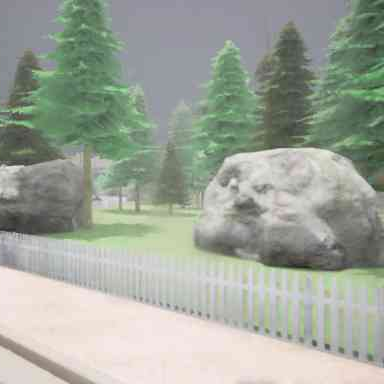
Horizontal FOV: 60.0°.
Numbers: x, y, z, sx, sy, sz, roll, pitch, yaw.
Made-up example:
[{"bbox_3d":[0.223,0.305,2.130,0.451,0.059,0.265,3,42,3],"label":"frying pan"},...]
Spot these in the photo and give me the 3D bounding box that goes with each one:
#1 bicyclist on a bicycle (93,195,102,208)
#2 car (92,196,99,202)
[{"bbox_3d":[-12.166,1.261,42.938,1.656,1.620,0.582,0,0,7],"label":"bicyclist on a bicycle"},{"bbox_3d":[-21.641,1.567,71.779,1.895,1.301,4.718,0,0,-31],"label":"car"}]
